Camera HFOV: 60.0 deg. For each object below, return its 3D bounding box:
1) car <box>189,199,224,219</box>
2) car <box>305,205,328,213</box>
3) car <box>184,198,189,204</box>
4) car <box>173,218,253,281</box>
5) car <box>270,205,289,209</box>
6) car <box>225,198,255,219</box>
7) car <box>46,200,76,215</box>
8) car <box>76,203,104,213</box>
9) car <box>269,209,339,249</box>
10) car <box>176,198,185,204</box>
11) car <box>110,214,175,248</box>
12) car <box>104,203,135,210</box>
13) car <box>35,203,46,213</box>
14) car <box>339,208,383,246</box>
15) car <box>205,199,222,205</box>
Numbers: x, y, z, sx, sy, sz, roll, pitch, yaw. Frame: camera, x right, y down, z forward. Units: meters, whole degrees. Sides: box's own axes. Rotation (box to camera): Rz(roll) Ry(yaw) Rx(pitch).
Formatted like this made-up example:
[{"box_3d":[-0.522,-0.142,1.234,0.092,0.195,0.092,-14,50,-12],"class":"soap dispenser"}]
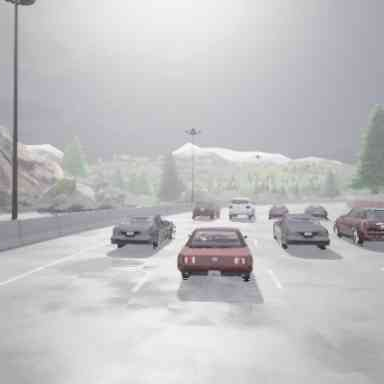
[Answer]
[{"box_3d":[1.517,1.738,33.456,2.097,1.767,4.553,0,-1,15],"class":"car"},{"box_3d":[12.319,1.961,33.138,1.994,1.385,4.181,0,-1,16],"class":"car"},{"box_3d":[0.814,2.346,77.197,1.882,1.535,5.008,0,-1,29],"class":"car"},{"box_3d":[0.776,1.721,10.287,1.895,1.301,4.718,0,-1,6],"class":"car"},{"box_3d":[8.865,1.964,33.787,1.994,1.385,4.181,0,-1,16],"class":"car"},{"box_3d":[5.070,1.611,33.358,2.150,2.045,5.566,0,-1,15],"class":"car"},{"box_3d":[-14.878,1.995,40.657,2.033,1.411,5.357,0,-1,16],"class":"car"},{"box_3d":[-11.300,1.997,40.442,2.033,1.411,5.357,0,-1,17],"class":"car"},{"box_3d":[4.921,1.733,15.544,2.033,1.411,5.357,0,-1,8],"class":"car"},{"box_3d":[-1.914,2.236,79.472,2.097,1.767,4.553,0,-1,29],"class":"car"},{"box_3d":[-2.120,1.726,15.725,2.033,1.411,5.357,0,-1,8],"class":"car"},{"box_3d":[-8.032,2.001,38.974,1.994,1.385,4.181,0,-1,16],"class":"car"},{"box_3d":[-17.868,1.819,42.715,2.097,1.767,4.553,0,-1,17],"class":"car"},{"box_3d":[8.653,1.552,16.493,2.097,1.767,4.553,0,-1,8],"class":"car"},{"box_3d":[5.026,2.375,77.428,1.895,1.301,4.718,0,-1,31],"class":"car"}]
